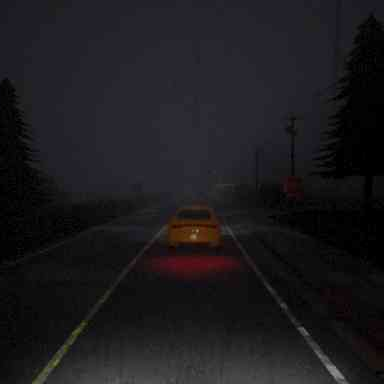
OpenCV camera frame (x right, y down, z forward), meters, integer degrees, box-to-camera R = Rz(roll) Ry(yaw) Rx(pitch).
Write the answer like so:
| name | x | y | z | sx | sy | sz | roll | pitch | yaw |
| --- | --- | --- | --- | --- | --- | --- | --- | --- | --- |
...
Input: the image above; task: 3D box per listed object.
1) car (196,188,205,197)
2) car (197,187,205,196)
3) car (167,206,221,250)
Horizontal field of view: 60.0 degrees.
| name | x | y | z | sx | sy | sz | roll | pitch | yaw |
| --- | --- | --- | --- | --- | --- | --- | --- | --- | --- |
| car | 1.994 | 0.375 | 77.142 | 1.837 | 1.490 | 4.892 | 0 | 1 | 2 |
| car | 2.306 | -0.161 | 87.581 | 2.150 | 2.045 | 5.566 | 0 | 1 | 2 |
| car | 0.144 | 1.276 | 13.337 | 1.882 | 1.535 | 5.008 | 0 | 1 | 2 |
